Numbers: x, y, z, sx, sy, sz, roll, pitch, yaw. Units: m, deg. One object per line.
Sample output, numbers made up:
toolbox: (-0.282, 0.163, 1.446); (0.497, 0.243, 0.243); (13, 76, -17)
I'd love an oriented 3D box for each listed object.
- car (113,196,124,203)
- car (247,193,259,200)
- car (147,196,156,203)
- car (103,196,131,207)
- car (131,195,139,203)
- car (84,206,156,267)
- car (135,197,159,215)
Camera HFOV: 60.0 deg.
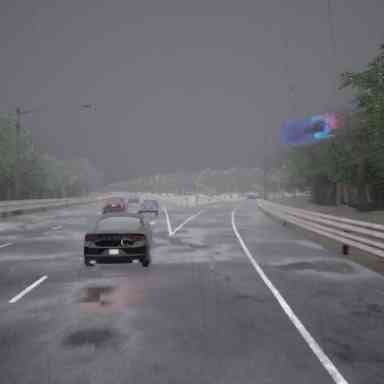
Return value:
car: (-15.798, 1.586, 71.430); (1.882, 1.535, 5.008); (0, 0, -8)
car: (15.503, 1.206, 85.879); (1.837, 1.490, 4.892); (0, 0, 24)
car: (-8.655, 1.579, 70.789); (1.882, 1.535, 5.008); (0, 0, -8)
car: (-7.789, 1.337, 34.286); (2.097, 1.767, 4.553); (0, 0, -5)
car: (-11.306, 1.431, 64.999); (2.097, 1.767, 4.553); (0, 0, -8)
car: (-2.331, 1.465, 11.467); (1.882, 1.535, 5.008); (0, 0, -5)
car: (-4.271, 1.533, 33.278); (2.033, 1.411, 5.357); (0, 0, -5)
